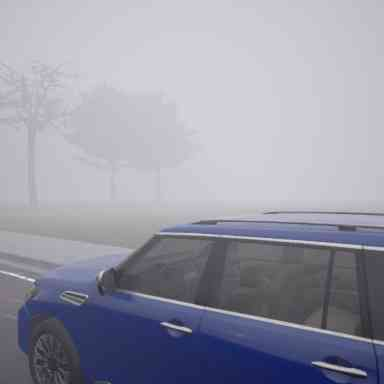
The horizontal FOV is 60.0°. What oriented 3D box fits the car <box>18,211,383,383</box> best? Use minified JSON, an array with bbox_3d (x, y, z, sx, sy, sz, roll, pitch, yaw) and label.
[{"bbox_3d":[0.568,1.222,3.286,5.566,2.045,2.150,0,0,35],"label":"car"}]
